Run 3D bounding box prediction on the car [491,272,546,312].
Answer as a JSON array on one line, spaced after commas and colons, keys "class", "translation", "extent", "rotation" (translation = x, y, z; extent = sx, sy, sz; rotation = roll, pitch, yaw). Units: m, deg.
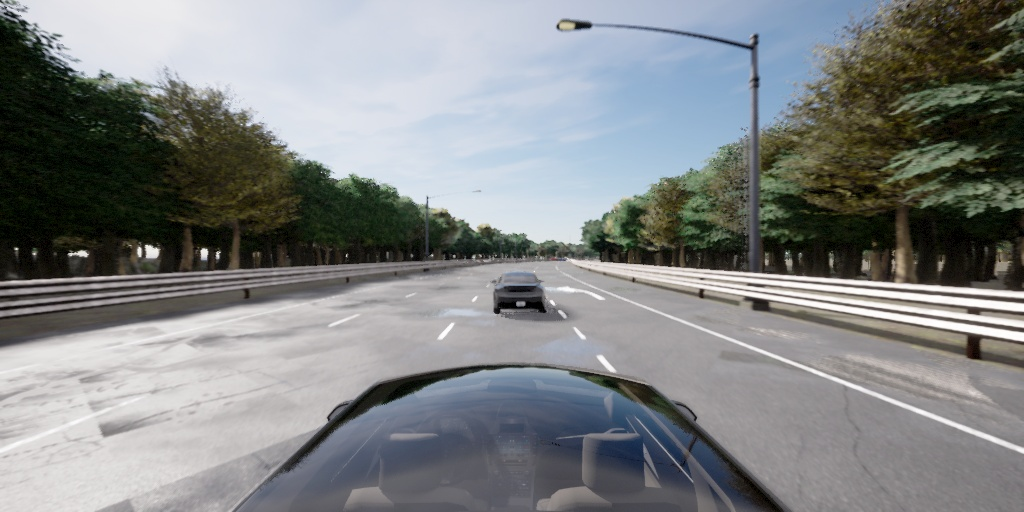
[{"class": "car", "translation": [0.248, 1.356, 14.248], "extent": [1.837, 1.490, 4.892], "rotation": [0, -1, -1]}]
